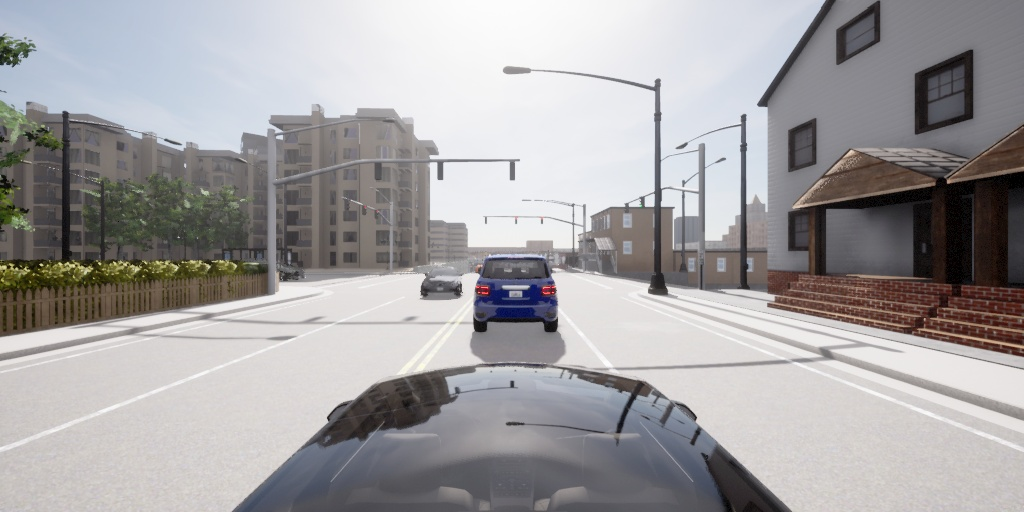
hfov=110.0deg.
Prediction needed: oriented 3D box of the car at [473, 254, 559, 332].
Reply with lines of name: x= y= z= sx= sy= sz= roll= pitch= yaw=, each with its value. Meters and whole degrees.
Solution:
car: x=0.102 y=0.971 z=10.959 sx=2.150 sy=2.045 sz=5.566 roll=0 pitch=0 yaw=0

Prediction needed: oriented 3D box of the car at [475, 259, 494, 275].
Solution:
car: x=-3.552 y=1.506 z=46.980 sx=2.097 sy=1.767 sz=4.553 roll=1 pitch=-5 yaw=0

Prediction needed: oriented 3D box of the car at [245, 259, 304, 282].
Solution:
car: x=-18.885 y=1.101 z=28.145 sx=4.553 sy=1.767 sz=2.097 roll=0 pitch=0 yaw=1

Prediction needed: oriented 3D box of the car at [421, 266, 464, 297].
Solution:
car: x=-3.546 y=1.280 z=18.974 sx=1.812 sy=1.442 sz=4.674 roll=1 pitch=0 yaw=-5
